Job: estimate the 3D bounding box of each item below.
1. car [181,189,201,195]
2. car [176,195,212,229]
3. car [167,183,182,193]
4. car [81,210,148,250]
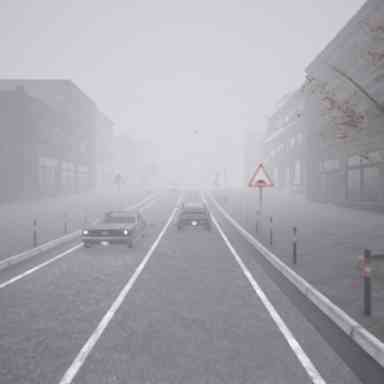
[{"bbox_3d":[0.114,0.510,37.675,2.033,1.411,5.357,0,3,0],"label":"car"},{"bbox_3d":[0.117,1.233,19.491,1.837,1.490,4.892,1,3,0],"label":"car"},{"bbox_3d":[-2.900,-0.747,55.723,2.097,1.767,4.553,0,3,2],"label":"car"},{"bbox_3d":[-3.081,1.484,14.022,1.895,1.301,4.718,0,1,0],"label":"car"}]
